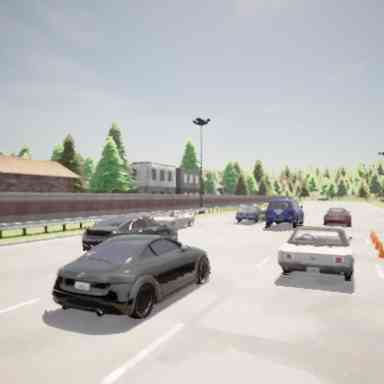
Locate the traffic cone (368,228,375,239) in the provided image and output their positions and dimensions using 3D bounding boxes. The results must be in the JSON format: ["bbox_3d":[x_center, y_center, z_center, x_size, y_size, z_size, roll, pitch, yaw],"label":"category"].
[{"bbox_3d":[8.716,2.177,15.944,0.340,0.580,0.340,0,-1,25],"label":"traffic cone"}]

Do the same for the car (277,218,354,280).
[{"bbox_3d":[4.071,1.750,10.576,1.895,1.301,4.718,0,-1,25],"label":"car"}]

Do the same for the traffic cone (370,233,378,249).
[{"bbox_3d":[7.864,2.152,14.135,0.340,0.580,0.340,0,-1,25],"label":"traffic cone"}]

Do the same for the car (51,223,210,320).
[{"bbox_3d":[-1.114,1.677,7.781,1.994,1.385,4.181,0,-1,25],"label":"car"}]

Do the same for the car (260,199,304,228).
[{"bbox_3d":[7.049,1.573,25.118,2.150,2.045,5.566,0,-1,25],"label":"car"}]

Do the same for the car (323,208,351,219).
[{"bbox_3d":[11.735,1.938,26.843,1.994,1.385,4.181,0,-1,25],"label":"car"}]

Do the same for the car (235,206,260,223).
[{"bbox_3d":[5.412,1.969,29.846,2.033,1.411,5.357,0,-1,25],"label":"car"}]

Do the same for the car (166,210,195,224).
[{"bbox_3d":[-1.525,1.935,23.337,1.895,1.301,4.718,0,-1,25],"label":"car"}]

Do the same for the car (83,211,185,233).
[{"bbox_3d":[-2.294,1.698,13.490,1.837,1.490,4.892,0,-1,25],"label":"car"}]

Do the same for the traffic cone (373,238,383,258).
[{"bbox_3d":[7.012,2.127,12.325,0.340,0.580,0.340,0,-1,25],"label":"traffic cone"}]
